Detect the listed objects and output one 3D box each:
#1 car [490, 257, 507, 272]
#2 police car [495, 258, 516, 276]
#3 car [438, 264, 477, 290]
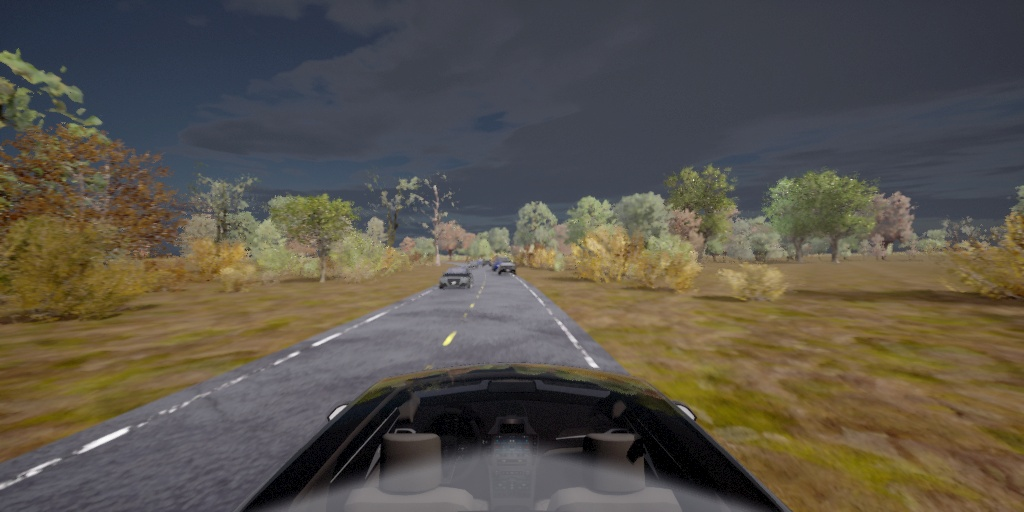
[{"bbox_3d":[-1.505,1.192,51.086,2.150,2.045,5.566,0,0,-6],"label":"car"},{"bbox_3d":[-0.620,1.345,41.155,1.930,1.638,5.238,0,0,-4],"label":"police car"},{"bbox_3d":[-3.574,1.421,23.557,1.994,1.385,4.181,0,0,-2],"label":"car"}]
